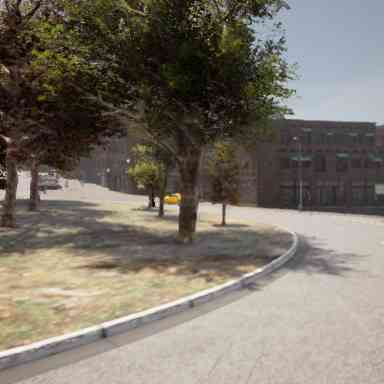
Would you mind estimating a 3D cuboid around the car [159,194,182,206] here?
[{"bbox_3d":[-2.338,0.975,45.669,5.008,1.535,1.882,3,1,33],"label":"car"}]

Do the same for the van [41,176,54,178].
[{"bbox_3d":[-33.798,-2.206,78.184,1.878,1.987,4.442,6,5,43],"label":"van"}]

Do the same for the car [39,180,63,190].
[{"bbox_3d":[-29.744,-1.188,70.011,2.231,1.521,4.892,6,5,43],"label":"car"}]
